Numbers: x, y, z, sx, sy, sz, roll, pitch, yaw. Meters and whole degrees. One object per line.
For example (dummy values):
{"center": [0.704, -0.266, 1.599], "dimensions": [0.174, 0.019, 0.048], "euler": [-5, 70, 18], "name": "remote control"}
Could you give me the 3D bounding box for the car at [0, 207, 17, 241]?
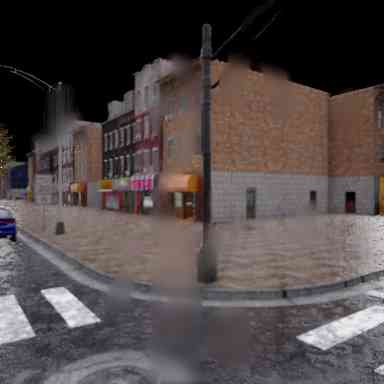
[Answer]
{"center": [-9.598, 1.440, 15.707], "dimensions": [1.882, 1.535, 5.008], "euler": [0, 0, -36], "name": "car"}
